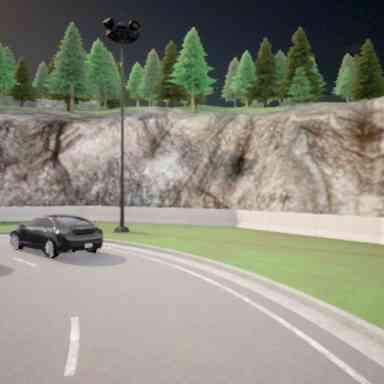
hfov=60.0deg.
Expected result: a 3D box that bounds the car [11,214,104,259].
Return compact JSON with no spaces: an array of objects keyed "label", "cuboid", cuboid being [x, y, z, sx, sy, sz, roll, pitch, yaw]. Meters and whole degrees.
[{"label":"car","cuboid":[-5.526,1.653,13.370,4.892,1.490,1.837,0,-1,40]}]
